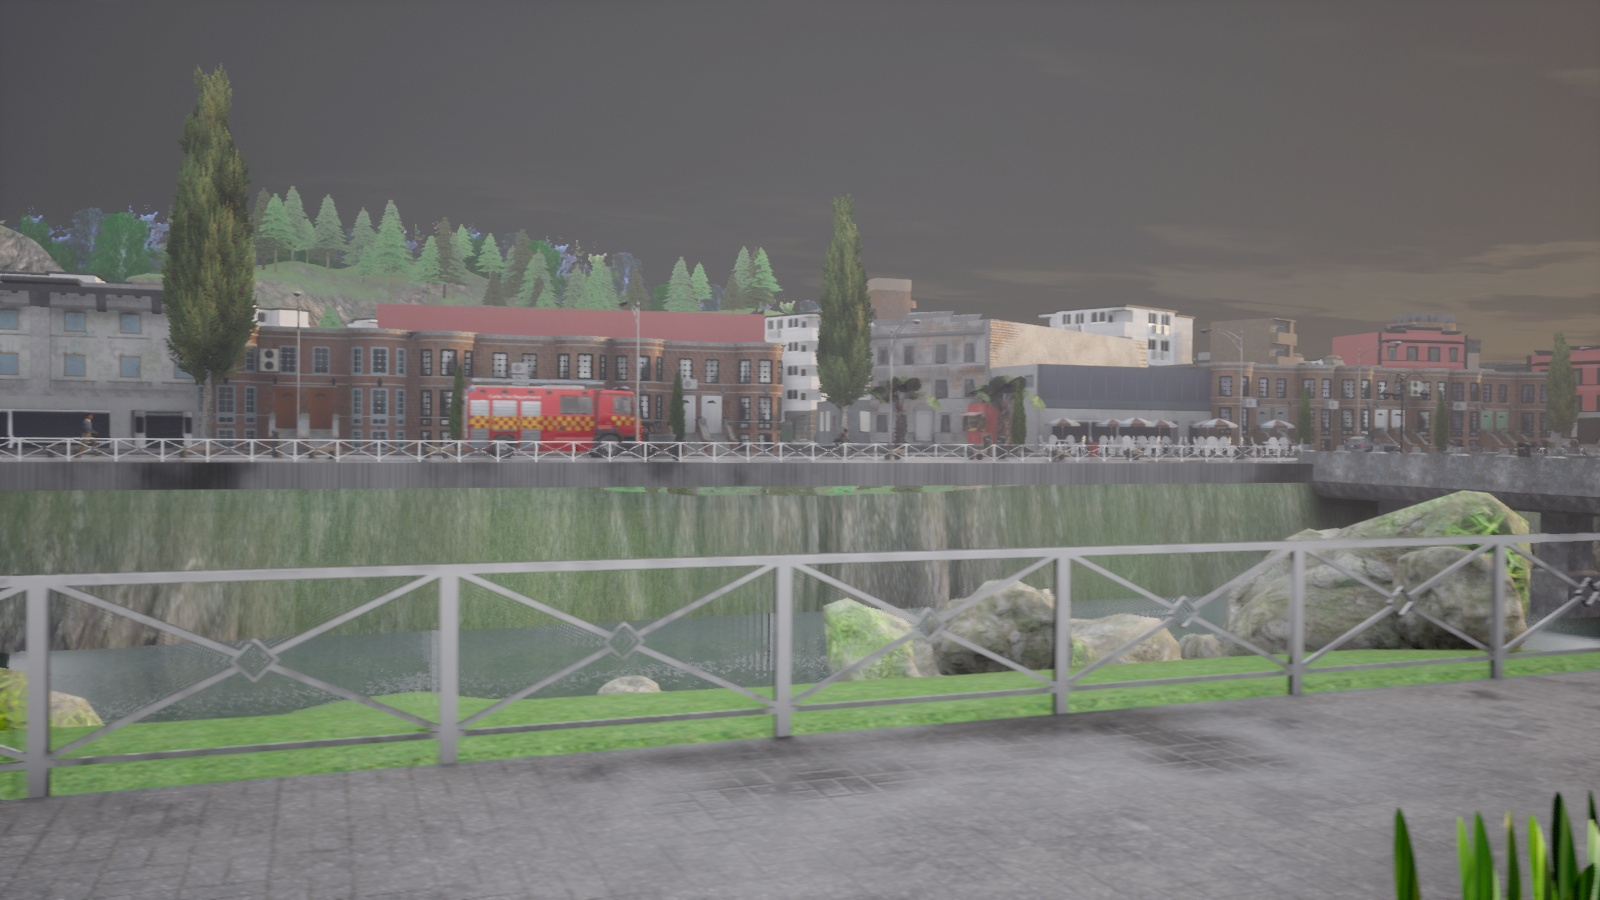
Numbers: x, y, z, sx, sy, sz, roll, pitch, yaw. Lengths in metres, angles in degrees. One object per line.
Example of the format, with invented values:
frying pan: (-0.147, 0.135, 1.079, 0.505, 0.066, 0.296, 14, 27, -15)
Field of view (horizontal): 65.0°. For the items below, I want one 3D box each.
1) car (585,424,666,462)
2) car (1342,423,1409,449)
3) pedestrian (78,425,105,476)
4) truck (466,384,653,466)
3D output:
car: (-9.214, -0.385, 66.233, 3.866, 1.878, 1.905, -1, 1, -21)
car: (36.325, -0.907, 79.273, 3.705, 1.549, 1.789, -1, 1, -21)
pedestrian: (-27.211, 0.017, 48.259, 0.788, 1.949, 0.423, -1, 1, -16)
truck: (-11.671, -1.234, 61.008, 8.468, 3.827, 2.891, -1, 1, -21)
